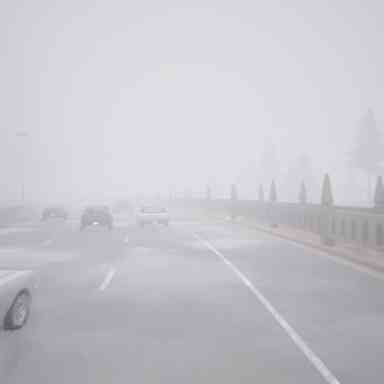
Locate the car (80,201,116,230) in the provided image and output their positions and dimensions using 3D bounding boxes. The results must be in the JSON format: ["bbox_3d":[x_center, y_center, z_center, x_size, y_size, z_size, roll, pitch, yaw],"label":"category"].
[{"bbox_3d":[-6.072,1.550,21.490,1.837,1.490,4.892,0,0,-13],"label":"car"}]

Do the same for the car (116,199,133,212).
[{"bbox_3d":[-8.376,1.597,40.013,1.837,1.490,4.892,0,0,-22],"label":"car"}]

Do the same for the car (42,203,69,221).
[{"bbox_3d":[-11.412,1.615,27.967,1.812,1.442,4.674,0,0,-17],"label":"car"}]

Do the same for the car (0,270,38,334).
[{"bbox_3d":[-3.627,1.617,3.885,1.895,1.301,4.718,0,0,-2],"label":"car"}]

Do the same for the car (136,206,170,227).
[{"bbox_3d":[-2.826,1.629,23.115,1.895,1.301,4.718,0,0,-13],"label":"car"}]
